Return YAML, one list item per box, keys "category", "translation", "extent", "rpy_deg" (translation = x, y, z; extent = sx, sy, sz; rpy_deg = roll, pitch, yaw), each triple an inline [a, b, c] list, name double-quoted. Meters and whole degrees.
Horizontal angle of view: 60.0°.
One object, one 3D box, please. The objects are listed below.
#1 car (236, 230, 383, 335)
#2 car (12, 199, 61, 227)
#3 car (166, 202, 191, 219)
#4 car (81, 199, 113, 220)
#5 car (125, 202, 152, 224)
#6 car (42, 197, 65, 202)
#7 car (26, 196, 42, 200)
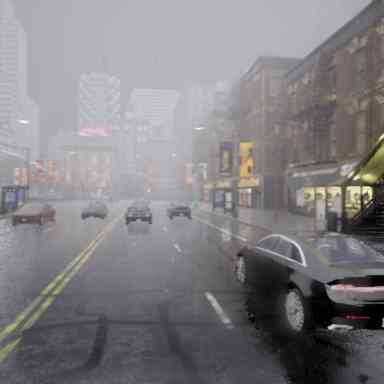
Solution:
- category: "car"
  translation: [2.331, 1.537, 6.858]
  extent: [2.128, 1.511, 4.902]
  rpy_deg: [0, 0, -9]
- category: "car"
  translation: [-11.060, 1.517, 23.622]
  extent: [1.882, 1.535, 5.008]
  rpy_deg: [0, 0, -9]
- category: "car"
  translation: [-1.238, 1.635, 30.182]
  extent: [1.837, 1.490, 4.892]
  rpy_deg: [0, 0, -9]
- category: "car"
  translation: [-8.334, 1.627, 28.936]
  extent: [2.033, 1.411, 5.357]
  rpy_deg: [0, 0, -9]
- category: "car"
  translation: [-4.069, 1.691, 25.539]
  extent: [1.895, 1.301, 4.718]
  rpy_deg: [0, 0, -9]
- category: "car"
  translation: [-33.323, 1.755, 80.837]
  extent: [4.718, 1.301, 1.895]
  rpy_deg: [0, 0, 21]
- category: "car"
  translation: [-38.894, 1.653, 82.181]
  extent: [4.674, 1.452, 2.002]
  rpy_deg: [0, 0, 11]
